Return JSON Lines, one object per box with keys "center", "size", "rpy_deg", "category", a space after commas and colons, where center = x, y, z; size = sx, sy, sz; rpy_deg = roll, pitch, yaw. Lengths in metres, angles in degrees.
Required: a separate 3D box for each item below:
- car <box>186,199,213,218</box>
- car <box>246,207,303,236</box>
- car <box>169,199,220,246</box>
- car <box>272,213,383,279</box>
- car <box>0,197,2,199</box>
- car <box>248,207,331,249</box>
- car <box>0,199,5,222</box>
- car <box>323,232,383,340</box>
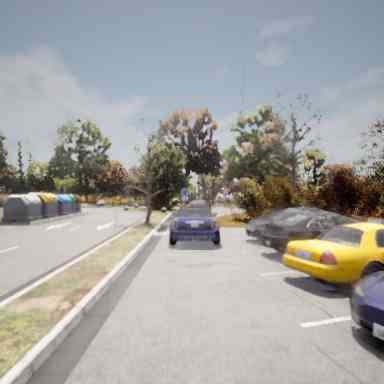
{"center": [0.780, 1.405, 30.550], "size": [1.882, 1.535, 5.008], "rpy_deg": [0, 0, 9], "category": "car"}
{"center": [4.853, 1.470, 15.416], "size": [4.892, 1.521, 2.231], "rpy_deg": [1, 0, -20], "category": "car"}
{"center": [0.119, 1.336, 15.375], "size": [2.097, 1.767, 4.553], "rpy_deg": [0, 0, 0], "category": "car"}
{"center": [5.011, 1.476, 8.697], "size": [5.366, 1.575, 1.946], "rpy_deg": [1, 0, -20], "category": "car"}
{"center": [-30.338, 1.476, 51.546], "size": [2.185, 1.767, 4.553], "rpy_deg": [1, -3, -19], "category": "car"}
{"center": [4.837, 1.475, 12.021], "size": [4.892, 1.521, 2.231], "rpy_deg": [1, 0, -20], "category": "car"}
{"center": [-13.452, 1.426, 17.910], "size": [5.366, 1.575, 1.946], "rpy_deg": [-1, 1, -20], "category": "car"}
{"center": [4.810, 1.509, 5.222], "size": [4.792, 1.488, 2.163], "rpy_deg": [1, 0, -20], "category": "car"}
